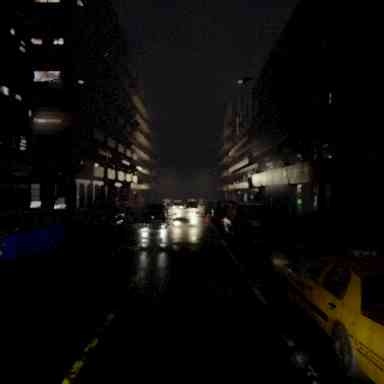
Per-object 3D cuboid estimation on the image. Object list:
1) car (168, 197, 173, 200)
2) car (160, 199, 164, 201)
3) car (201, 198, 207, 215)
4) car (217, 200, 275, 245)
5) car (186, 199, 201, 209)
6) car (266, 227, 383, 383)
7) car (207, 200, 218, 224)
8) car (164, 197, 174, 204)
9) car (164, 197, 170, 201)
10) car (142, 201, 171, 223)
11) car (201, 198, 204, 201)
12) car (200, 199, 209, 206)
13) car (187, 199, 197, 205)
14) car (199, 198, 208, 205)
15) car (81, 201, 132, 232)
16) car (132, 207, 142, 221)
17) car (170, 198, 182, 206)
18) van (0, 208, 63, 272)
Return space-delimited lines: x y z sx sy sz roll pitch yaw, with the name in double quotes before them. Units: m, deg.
"car" -5.697 2.250 72.483 2.008 1.369 4.403 -1 -1 0
"car" -5.698 2.064 50.075 1.802 1.307 4.206 -1 -1 0
"car" 2.351 1.829 38.665 1.801 1.575 5.366 0 -1 0
"car" 2.676 1.474 16.438 2.192 1.841 5.009 -1 -1 0
"car" 0.003 2.100 55.638 1.994 1.385 4.181 0 -1 0
"car" 2.679 1.579 5.402 1.752 1.417 4.829 -1 -1 0
"car" 2.677 1.581 27.642 2.192 1.841 5.009 -1 -1 0
"car" -5.700 2.123 83.689 2.192 1.841 5.009 -1 -1 0
"car" -5.698 2.141 61.279 2.008 1.369 4.403 -1 -1 0
"car" -3.097 1.781 28.705 1.837 1.490 4.892 0 -1 0
"car" 2.682 2.172 67.022 1.752 1.417 4.829 -1 -1 0
"car" 2.683 2.265 72.453 1.947 1.339 4.313 -1 -1 0
"car" 0.003 2.086 70.099 1.895 1.301 4.718 0 -1 0
"car" 2.682 2.193 78.056 1.967 1.590 4.097 -1 -1 0
"car" -5.693 1.528 22.069 2.192 1.841 5.009 -1 -1 0
"car" -5.707 1.817 27.669 2.008 1.369 4.403 -1 -1 0
"car" -2.997 2.267 69.818 1.895 1.301 4.718 0 -1 0
"van" -5.671 1.446 10.865 1.690 1.788 3.998 -1 -1 0
